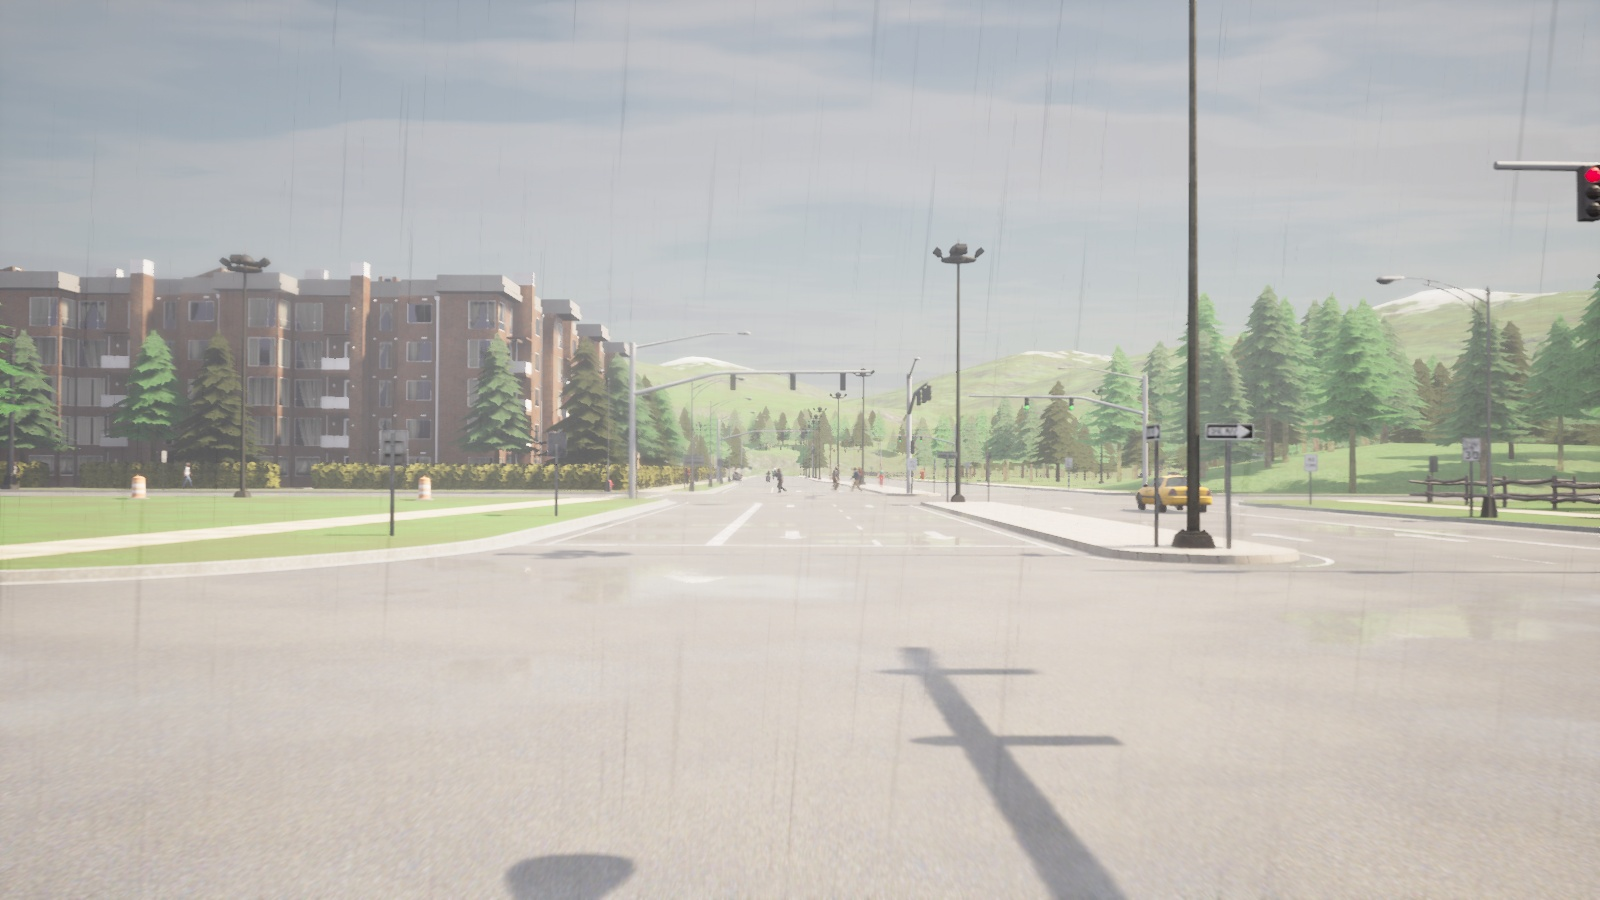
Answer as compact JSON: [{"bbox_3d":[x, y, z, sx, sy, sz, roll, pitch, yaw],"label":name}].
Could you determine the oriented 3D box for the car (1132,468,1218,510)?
[{"bbox_3d":[14.879,1.532,50.113,1.801,1.575,5.366,0,-1,0],"label":"car"}]
